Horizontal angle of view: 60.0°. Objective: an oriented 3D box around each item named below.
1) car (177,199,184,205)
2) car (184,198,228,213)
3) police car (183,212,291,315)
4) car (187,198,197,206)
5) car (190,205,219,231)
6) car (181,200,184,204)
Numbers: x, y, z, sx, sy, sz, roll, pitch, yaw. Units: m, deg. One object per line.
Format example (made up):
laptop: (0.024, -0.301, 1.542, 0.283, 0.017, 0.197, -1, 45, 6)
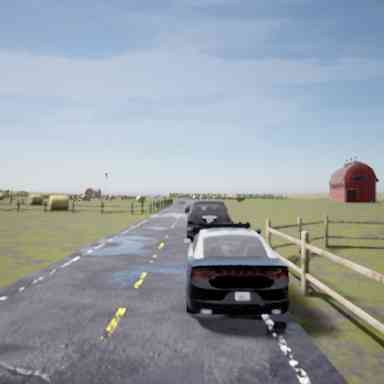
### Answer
car: (-2.795, 2.475, 85.033, 1.812, 1.442, 4.674, 0, -1, 0)
car: (0.815, 1.429, 17.909, 2.150, 2.045, 5.566, 0, -1, 0)
police car: (0.820, 1.517, 7.987, 1.930, 1.638, 5.238, 0, -1, 0)
car: (-0.037, 2.066, 70.320, 2.097, 1.767, 4.553, 0, -1, 0)
car: (0.812, 1.777, 23.875, 1.837, 1.490, 4.892, 0, -1, 0)
car: (0.006, 2.056, 44.768, 2.033, 1.411, 5.357, 0, -1, 1)
